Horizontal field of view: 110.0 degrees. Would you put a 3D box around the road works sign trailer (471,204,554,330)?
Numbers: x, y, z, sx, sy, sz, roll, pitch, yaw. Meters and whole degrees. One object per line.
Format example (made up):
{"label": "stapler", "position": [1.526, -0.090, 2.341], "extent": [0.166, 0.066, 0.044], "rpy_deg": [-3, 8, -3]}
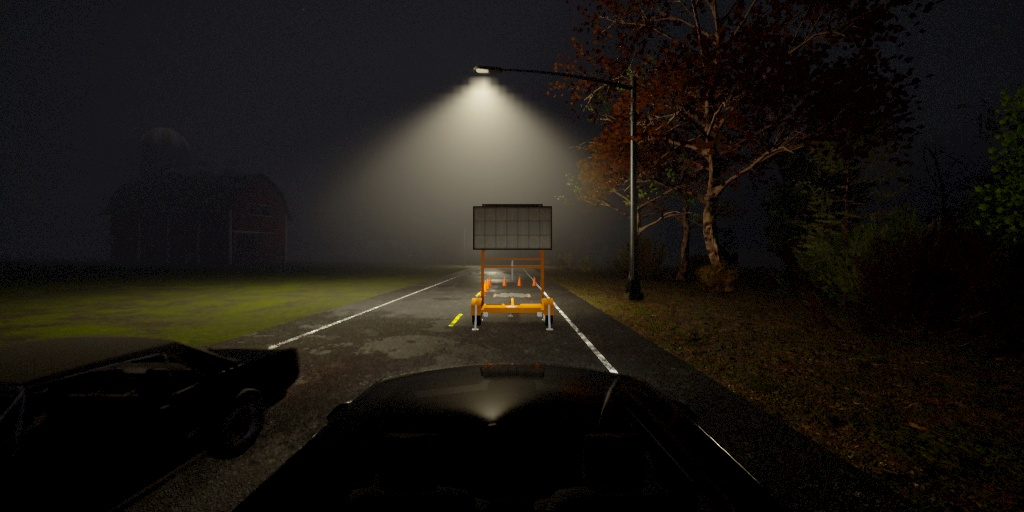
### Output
{"label": "road works sign trailer", "position": [0.012, 0.212, 11.053], "extent": [2.380, 3.560, 2.880], "rpy_deg": [0, 0, 0]}

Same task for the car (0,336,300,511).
{"label": "car", "position": [-3.598, 1.351, 2.277], "extent": [1.895, 1.301, 4.718], "rpy_deg": [0, 0, 0]}
